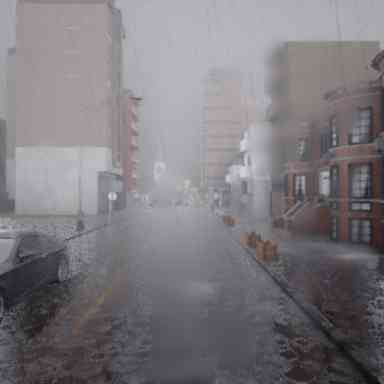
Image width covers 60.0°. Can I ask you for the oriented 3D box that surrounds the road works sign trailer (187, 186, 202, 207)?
[{"bbox_3d":[0.110,0.743,57.771,2.380,3.560,2.880,0,0,-37],"label":"road works sign trailer"}]

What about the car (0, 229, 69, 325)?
[{"bbox_3d":[-4.101,1.560,6.971,1.812,1.442,4.674,0,0,0],"label":"car"}]

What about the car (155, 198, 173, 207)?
[{"bbox_3d":[-4.938,1.784,57.929,1.837,1.490,4.892,3,-1,-25],"label":"car"}]
